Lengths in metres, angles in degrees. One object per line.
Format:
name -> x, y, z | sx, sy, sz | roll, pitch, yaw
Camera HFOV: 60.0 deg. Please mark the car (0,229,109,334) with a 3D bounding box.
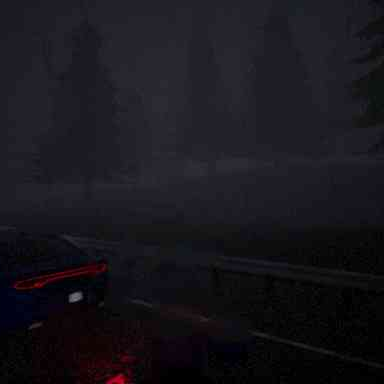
car -> -3.811, 1.490, 6.710 | 5.008, 1.535, 1.882 | 0, 0, 37
